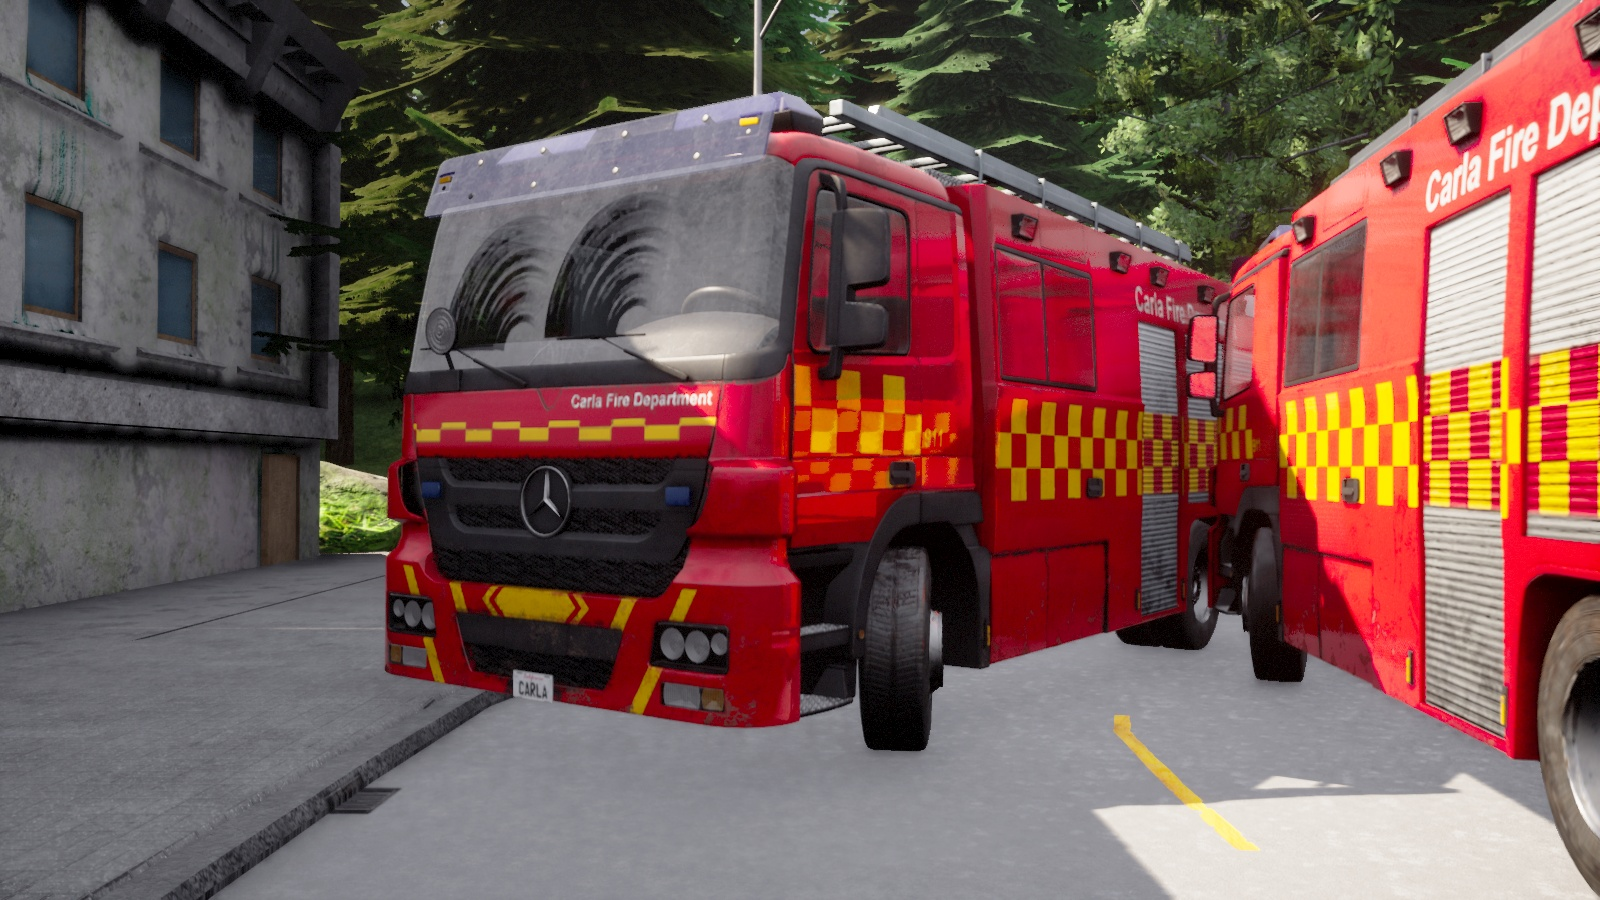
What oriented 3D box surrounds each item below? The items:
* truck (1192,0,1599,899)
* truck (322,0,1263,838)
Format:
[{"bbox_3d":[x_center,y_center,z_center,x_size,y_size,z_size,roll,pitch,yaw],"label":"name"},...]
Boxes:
[{"bbox_3d":[4.528,-0.252,7.019,2.891,3.827,8.468,0,-1,6],"label":"truck"},{"bbox_3d":[0.924,-0.188,9.733,2.891,3.827,8.468,-1,-1,35],"label":"truck"}]
